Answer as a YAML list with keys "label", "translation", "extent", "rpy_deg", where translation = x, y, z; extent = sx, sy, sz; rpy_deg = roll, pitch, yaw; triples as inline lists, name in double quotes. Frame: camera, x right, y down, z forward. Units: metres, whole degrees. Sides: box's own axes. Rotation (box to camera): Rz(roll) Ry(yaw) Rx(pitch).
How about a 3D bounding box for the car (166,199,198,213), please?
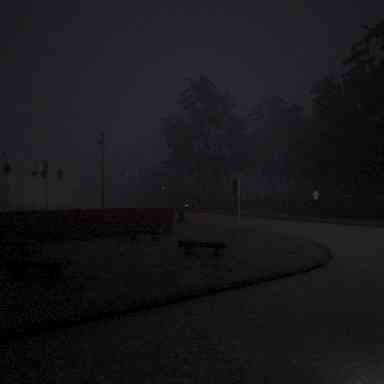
- label: "car"
  translation: [-1.150, 1.523, 35.698]
  extent: [1.812, 1.442, 4.674]
  rpy_deg: [0, 0, -35]
